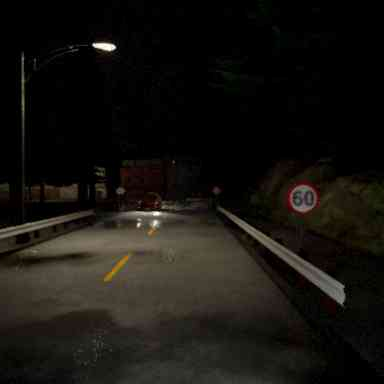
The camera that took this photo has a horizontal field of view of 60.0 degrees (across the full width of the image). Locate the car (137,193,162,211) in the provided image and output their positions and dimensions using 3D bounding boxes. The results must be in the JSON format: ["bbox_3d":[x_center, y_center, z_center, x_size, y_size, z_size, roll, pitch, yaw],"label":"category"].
[{"bbox_3d":[-4.185,0.942,33.422,2.097,1.767,4.553,0,1,0],"label":"car"}]
